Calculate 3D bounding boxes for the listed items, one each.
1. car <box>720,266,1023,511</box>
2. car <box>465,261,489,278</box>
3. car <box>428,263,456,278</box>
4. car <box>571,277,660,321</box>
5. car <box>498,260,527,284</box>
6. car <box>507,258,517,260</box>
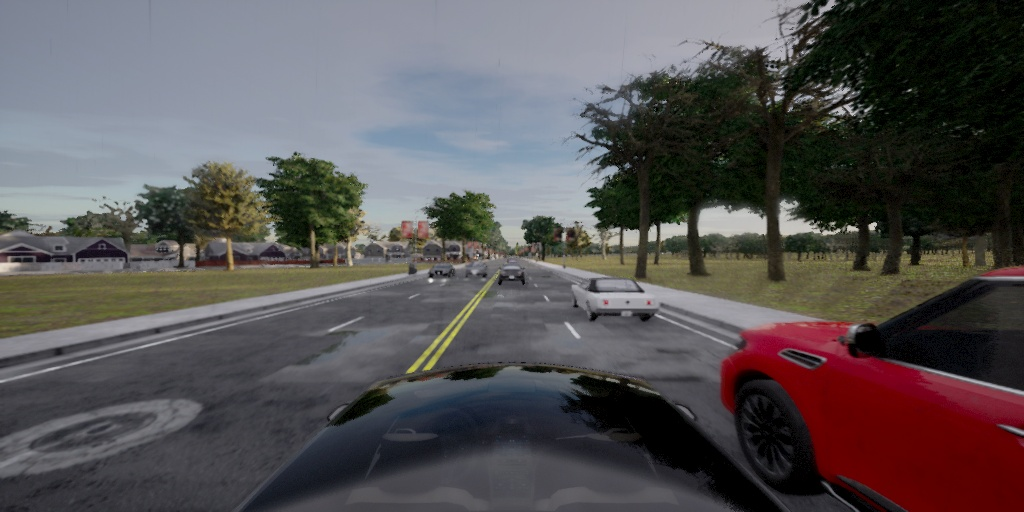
[{"bbox_3d":[3.251,0.972,1.382,2.150,2.045,5.566,0,0,0],"label":"car"},{"bbox_3d":[-3.251,1.251,33.868,2.128,1.511,4.902,0,0,0],"label":"car"},{"bbox_3d":[-6.502,1.324,33.827,1.994,1.385,4.181,0,0,0],"label":"car"},{"bbox_3d":[3.250,1.353,12.383,1.895,1.301,4.718,0,0,0],"label":"car"},{"bbox_3d":[-0.011,1.280,26.839,1.812,1.442,4.674,0,0,0],"label":"car"},{"bbox_3d":[0.099,1.275,52.790,1.812,1.442,4.674,0,0,0],"label":"car"}]
